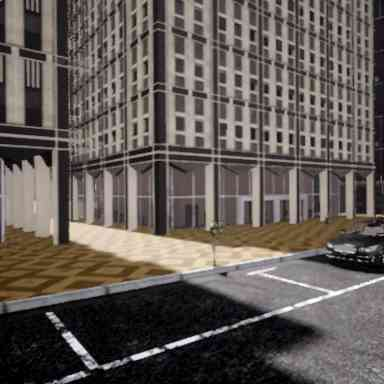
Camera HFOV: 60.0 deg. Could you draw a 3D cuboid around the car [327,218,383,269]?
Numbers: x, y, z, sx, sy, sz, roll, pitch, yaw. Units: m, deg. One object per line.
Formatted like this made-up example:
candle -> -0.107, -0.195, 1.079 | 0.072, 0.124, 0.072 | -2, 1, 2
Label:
car -> 6.276, 1.588, 11.151 | 4.403, 1.369, 2.008 | 0, -1, -36
